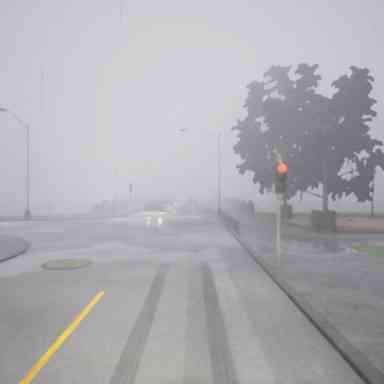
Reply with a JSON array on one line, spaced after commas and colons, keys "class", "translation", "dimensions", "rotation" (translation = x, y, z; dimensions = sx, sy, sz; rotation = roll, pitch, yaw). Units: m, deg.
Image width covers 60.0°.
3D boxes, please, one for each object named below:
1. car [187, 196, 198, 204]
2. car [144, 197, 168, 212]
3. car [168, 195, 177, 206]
[{"class": "car", "translation": [0.081, 1.440, 62.053], "dimensions": [2.033, 1.411, 5.357], "rotation": [0, 0, 0]}, {"class": "car", "translation": [-4.047, 1.500, 36.778], "dimensions": [1.994, 1.385, 4.181], "rotation": [0, 0, 0]}, {"class": "car", "translation": [-4.010, 1.455, 53.126], "dimensions": [2.033, 1.411, 5.357], "rotation": [0, 0, 0]}]
